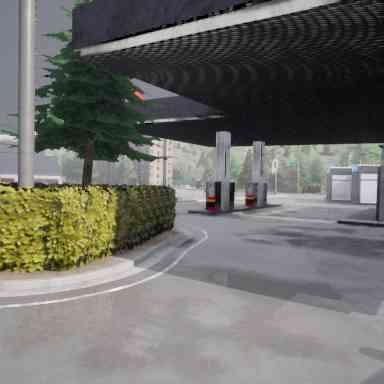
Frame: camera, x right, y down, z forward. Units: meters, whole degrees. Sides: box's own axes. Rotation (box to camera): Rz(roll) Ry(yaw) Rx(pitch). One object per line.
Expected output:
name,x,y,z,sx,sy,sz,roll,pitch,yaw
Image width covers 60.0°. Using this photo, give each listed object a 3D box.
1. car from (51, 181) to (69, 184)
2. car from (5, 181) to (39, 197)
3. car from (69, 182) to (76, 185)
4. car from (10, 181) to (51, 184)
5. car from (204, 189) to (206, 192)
car,-26.777,-1.255,65.446,3.866,1.878,1.905,2,2,35
car,-21.761,-0.462,42.419,4.605,1.855,1.932,2,2,35
car,-25.440,-1.281,68.058,4.605,1.855,1.932,2,2,35
car,-17.227,-0.176,35.202,3.866,1.878,1.905,2,2,35
car,4.886,-0.326,65.595,5.027,1.636,2.152,2,2,35
